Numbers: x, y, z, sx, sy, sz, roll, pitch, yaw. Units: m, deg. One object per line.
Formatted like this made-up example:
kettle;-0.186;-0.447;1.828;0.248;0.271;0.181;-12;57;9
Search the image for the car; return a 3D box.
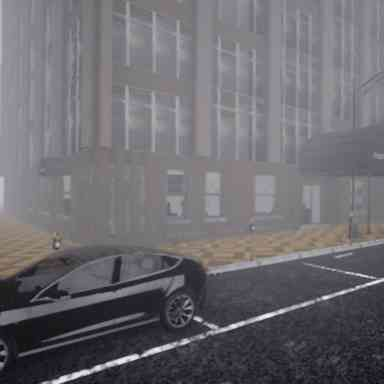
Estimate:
car;-1.695;1.572;5.342;4.313;1.339;1.947;0;0;-35
